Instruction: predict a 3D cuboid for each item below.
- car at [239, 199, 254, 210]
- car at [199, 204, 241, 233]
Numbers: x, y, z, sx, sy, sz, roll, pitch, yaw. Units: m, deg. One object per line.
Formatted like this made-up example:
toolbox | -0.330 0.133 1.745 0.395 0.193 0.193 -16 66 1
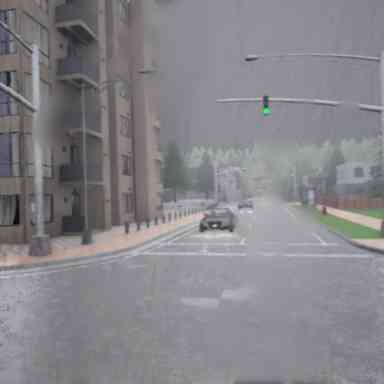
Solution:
car | 7.463 1.673 46.066 1.994 1.385 4.181 -2 -1 13
car | 1.707 1.703 20.675 1.994 1.385 4.181 -2 0 13
